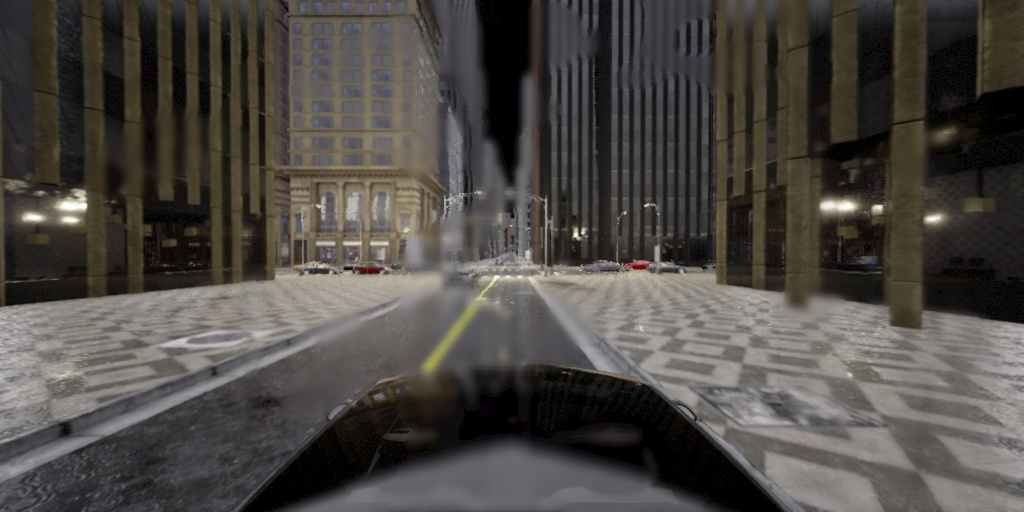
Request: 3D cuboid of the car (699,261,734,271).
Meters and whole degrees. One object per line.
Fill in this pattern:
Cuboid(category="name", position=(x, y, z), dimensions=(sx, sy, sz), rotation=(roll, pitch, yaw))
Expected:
Cuboid(category="car", position=(27.664, 1.259, 48.394), dimensions=(4.313, 1.339, 1.948), rotation=(0, 0, 0))

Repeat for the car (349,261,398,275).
Cuboid(category="car", position=(-15.328, 1.362, 39.730), dimensions=(4.097, 1.591, 1.967), rotation=(0, 0, 0))

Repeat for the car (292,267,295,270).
Cuboid(category="car", position=(-26.832, 1.378, 48.218), dimensions=(4.829, 1.417, 1.751), rotation=(0, 0, 0))

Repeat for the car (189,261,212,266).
Cuboid(category="car", position=(-34.854, 1.574, 42.422), dimensions=(4.718, 1.301, 1.895), rotation=(0, 1, 0))

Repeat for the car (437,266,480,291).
Cuboid(category="car", position=(-3.074, 1.345, 22.308), dimensions=(1.994, 1.385, 4.181), rotation=(0, 0, 0))

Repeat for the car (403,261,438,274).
Cuboid(category="car", position=(-10.034, 1.434, 42.508), dimensions=(4.674, 1.442, 1.812), rotation=(1, 1, 0))

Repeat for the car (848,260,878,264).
Cuboid(category="car", position=(38.758, 1.374, 39.906), dimensions=(4.207, 1.307, 1.802), rotation=(0, 0, 0))

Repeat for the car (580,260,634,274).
Cuboid(category="car", position=(11.215, 1.353, 42.568), dimensions=(5.357, 1.411, 2.033), rotation=(0, 1, 0))

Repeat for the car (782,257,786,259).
Cuboid(category="car", position=(36.367, 1.208, 45.720), dimensions=(4.902, 1.511, 2.128), rotation=(0, 1, 0))

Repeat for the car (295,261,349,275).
Cuboid(category="car", position=(-20.998, 1.493, 39.712), dimensions=(4.403, 1.370, 2.007), rotation=(0, 0, 0))

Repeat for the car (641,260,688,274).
Cuboid(category="car", position=(17.163, 1.378, 39.835), dimensions=(4.403, 1.370, 2.007), rotation=(0, 0, 0))

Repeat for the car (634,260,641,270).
Cuboid(category="car", position=(17.064, 1.258, 48.360), dimensions=(4.507, 1.381, 1.888), rotation=(0, 0, 0))

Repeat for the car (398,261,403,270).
Cuboid(category="car", position=(-15.326, 1.358, 48.255), dimensions=(4.403, 1.370, 2.007), rotation=(0, 0, 0))

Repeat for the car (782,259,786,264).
Cuboid(category="car", position=(27.960, 1.352, 39.871), dimensions=(4.507, 1.381, 1.888), rotation=(0, 0, 0))
